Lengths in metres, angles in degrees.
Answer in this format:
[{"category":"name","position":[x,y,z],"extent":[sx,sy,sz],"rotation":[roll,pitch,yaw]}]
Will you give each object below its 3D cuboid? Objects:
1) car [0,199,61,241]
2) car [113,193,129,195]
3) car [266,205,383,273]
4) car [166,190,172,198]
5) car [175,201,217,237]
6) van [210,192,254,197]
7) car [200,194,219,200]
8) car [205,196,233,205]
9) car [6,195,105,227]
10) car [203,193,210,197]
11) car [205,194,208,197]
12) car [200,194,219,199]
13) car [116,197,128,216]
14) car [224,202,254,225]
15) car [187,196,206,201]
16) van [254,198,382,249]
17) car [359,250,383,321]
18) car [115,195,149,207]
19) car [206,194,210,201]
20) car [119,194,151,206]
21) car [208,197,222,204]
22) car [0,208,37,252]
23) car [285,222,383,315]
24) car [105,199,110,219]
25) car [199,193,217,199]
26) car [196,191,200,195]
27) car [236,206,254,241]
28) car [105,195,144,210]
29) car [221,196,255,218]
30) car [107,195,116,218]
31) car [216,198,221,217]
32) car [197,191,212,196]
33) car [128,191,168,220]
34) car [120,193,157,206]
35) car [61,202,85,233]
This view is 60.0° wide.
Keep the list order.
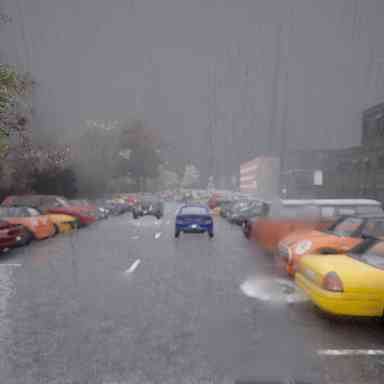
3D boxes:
[{"category":"car","position":[-8.507,1.342,14.436],"extent":[4.553,1.767,2.185],"rotation":[0,0,0]},{"category":"car","position":[-8.566,1.167,39.376],"extent":[5.566,2.045,2.435],"rotation":[0,0,0]},{"category":"car","position":[4.572,1.348,8.890],"extent":[4.553,1.767,2.185],"rotation":[0,0,0]},{"category":"car","position":[-8.178,0.976,85.049],"extent":[4.553,1.767,2.185],"rotation":[0,0,0]},{"category":"car","position":[0.101,1.460,18.140],"extent":[1.882,1.535,5.008],"rotation":[0,0,0]},{"category":"van","position":[4.659,1.192,39.382],"extent":[4.442,1.987,1.878],"rotation":[0,0,0]},{"category":"car","position":[4.360,1.154,82.225],"extent":[4.674,1.452,2.002],"rotation":[0,0,0]},{"category":"car","position":[4.528,1.418,56.064],"extent":[4.674,1.452,2.002],"rotation":[-1,0,0]},{"category":"car","position":[-8.510,1.208,20.007],"extent":[5.566,2.045,2.435],"rotation":[0,0,0]},{"category":"car","position":[4.729,1.381,53.423],"extent":[5.366,1.575,1.946],"rotation":[0,0,0]},{"category":"car","position":[4.541,1.438,47.856],"extent":[4.674,1.452,2.002],"rotation":[0,0,0]},{"category":"car","position":[4.367,1.142,85.050],"extent":[4.674,1.452,2.002],"rotation":[0,0,0]},{"category":"car","position":[-8.508,1.467,31.146],"extent":[4.792,1.488,2.163],"rotation":[0,0,0]},{"category":"car","position":[4.539,1.499,20.023],"extent":[4.674,1.452,2.002],"rotation":[0,0,0]},{"category":"car","position":[0.102,1.493,36.270],"extent":[2.033,1.411,5.357],"rotation":[0,0,0]},{"category":"van","position":[4.658,1.245,11.610],"extent":[4.442,1.987,1.878],"rotation":[0,0,0]},{"category":"car","position":[4.538,1.519,3.323],"extent":[4.674,1.452,2.002],"rotation":[0,0,0]},{"category":"car","position":[-8.568,1.272,47.731],"extent":[4.553,1.767,2.185],"rotation":[0,0,0]},{"category":"car","position":[4.549,1.412,42.290],"extent":[4.892,1.521,2.231],"rotation":[0,0,0]},{"category":"car","position":[-8.568,1.266,50.516],"extent":[4.553,1.767,2.185],"rotation":[0,0,0]},{"category":"car","position":[4.357,1.440,28.374],"extent":[5.366,1.575,1.946],"rotation":[0,0,0]},{"category":"car","position":[-8.533,1.471,11.651],"extent":[5.008,1.535,2.097],"rotation":[0,0,0]},{"category":"car","position":[4.726,1.473,6.106],"extent":[5.366,1.575,1.946],"rotation":[0,0,0]},{"category":"car","position":[-8.544,1.456,22.792],"extent":[4.892,1.521,2.231],"rotation":[0,0,0]},{"category":"car","position":[4.388,1.065,93.527],"extent":[5.008,1.535,2.097],"rotation":[0,0,0]},{"category":"car","position":[4.390,1.077,90.702],"extent":[5.008,1.535,2.097],"rotation":[0,0,0]},{"category":"car","position":[4.570,1.497,14.457],"extent":[4.792,1.488,2.163],"rotation":[0,0,0]},{"category":"car","position":[-8.506,1.286,42.286],"extent":[4.553,1.767,2.185],"rotation":[0,0,0]},{"category":"car","position":[4.573,1.329,22.806],"extent":[4.553,1.767,2.185],"rotation":[0,0,0]},{"category":"car","position":[-8.569,1.324,25.577],"extent":[4.553,1.767,2.185],"rotation":[0,0,0]},{"category":"car","position":[4.536,1.450,25.591],"extent":[4.892,1.521,2.231],"rotation":[0,0,0]},{"category":"car","position":[4.325,1.156,79.398],"extent":[4.792,1.488,2.163],"rotation":[0,0,0]},{"category":"car","position":[-3.596,1.185,28.255],"extent":[2.150,2.045,5.566],"rotation":[0,0,0]},{"category":"car","position":[-8.565,1.133,53.426],"extent":[5.566,2.045,2.435],"rotation":[0,0,0]},{"category":"car","position":[-8.543,1.463,17.221],"extent":[5.008,1.535,2.097],"rotation":[0,0,0]}]
